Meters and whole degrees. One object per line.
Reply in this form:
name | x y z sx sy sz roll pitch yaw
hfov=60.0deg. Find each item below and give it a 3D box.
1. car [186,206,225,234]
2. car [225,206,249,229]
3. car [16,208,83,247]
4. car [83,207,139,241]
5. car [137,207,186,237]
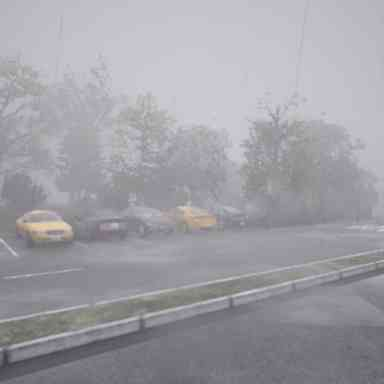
car | -0.522 1.654 20.854 2.097 1.535 5.008 1 0 -35
car | 1.723 1.680 22.451 2.231 1.521 4.892 1 0 -35
car | -7.149 1.562 15.915 1.946 1.575 5.366 1 -1 -35
car | -5.025 1.628 17.690 2.163 1.488 4.792 1 -1 -35
car | -2.771 1.628 19.267 2.231 1.521 4.892 1 0 -35
